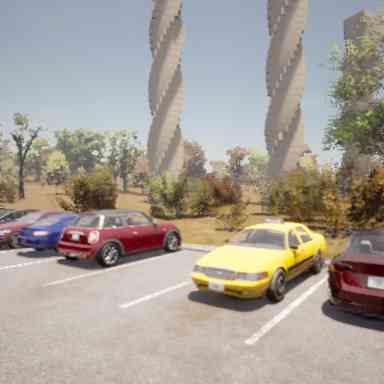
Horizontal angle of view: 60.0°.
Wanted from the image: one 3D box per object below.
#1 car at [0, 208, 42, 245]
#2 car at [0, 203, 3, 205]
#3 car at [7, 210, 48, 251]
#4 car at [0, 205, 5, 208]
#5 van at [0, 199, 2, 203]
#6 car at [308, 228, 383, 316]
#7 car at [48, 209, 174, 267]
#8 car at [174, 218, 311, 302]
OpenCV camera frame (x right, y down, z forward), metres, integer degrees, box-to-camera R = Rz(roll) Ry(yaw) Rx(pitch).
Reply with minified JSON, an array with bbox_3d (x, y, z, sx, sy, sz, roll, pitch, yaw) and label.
[{"bbox_3d":[-6.843,1.581,15.237,2.002,1.452,4.674,0,0,35],"label":"car"},{"bbox_3d":[-11.316,1.569,18.457,2.163,1.488,4.792,0,0,35],"label":"car"},{"bbox_3d":[-4.604,1.576,13.635,2.002,1.452,4.674,0,0,35],"label":"car"},{"bbox_3d":[-9.109,1.573,16.812,2.163,1.488,4.792,0,0,35],"label":"car"},{"bbox_3d":[-13.507,1.309,20.125,1.878,1.987,4.442,0,0,35],"label":"van"},{"bbox_3d":[4.394,1.514,7.264,2.163,1.488,4.792,0,0,35],"label":"car"},{"bbox_3d":[-2.371,1.405,12.010,2.185,1.767,4.553,0,0,35],"label":"car"},{"bbox_3d":[2.022,1.499,8.691,1.946,1.575,5.366,0,0,35],"label":"car"}]
